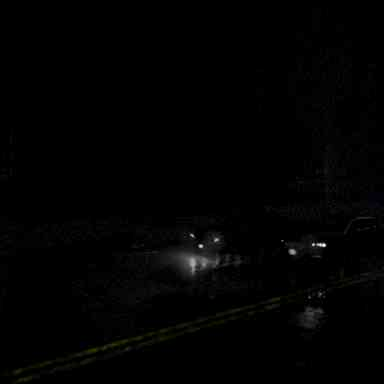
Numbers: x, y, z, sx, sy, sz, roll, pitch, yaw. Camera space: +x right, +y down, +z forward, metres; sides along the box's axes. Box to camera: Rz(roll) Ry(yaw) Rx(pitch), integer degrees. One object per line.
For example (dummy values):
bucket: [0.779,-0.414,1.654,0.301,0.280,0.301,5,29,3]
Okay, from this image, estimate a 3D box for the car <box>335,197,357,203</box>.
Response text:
car: [30.412,1.548,65.765,1.802,1.307,4.206,0,1,-35]

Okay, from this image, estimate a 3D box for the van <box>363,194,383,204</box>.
van: [33.690,1.337,61.163,1.690,1.788,3.998,0,1,-35]

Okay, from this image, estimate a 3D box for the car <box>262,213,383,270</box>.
car: [4.953,1.503,11.217,4.902,1.511,2.128,0,0,-36]

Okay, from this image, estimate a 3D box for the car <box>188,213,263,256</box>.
car: [2.489,1.558,13.451,5.357,1.411,2.033,0,0,-36]
